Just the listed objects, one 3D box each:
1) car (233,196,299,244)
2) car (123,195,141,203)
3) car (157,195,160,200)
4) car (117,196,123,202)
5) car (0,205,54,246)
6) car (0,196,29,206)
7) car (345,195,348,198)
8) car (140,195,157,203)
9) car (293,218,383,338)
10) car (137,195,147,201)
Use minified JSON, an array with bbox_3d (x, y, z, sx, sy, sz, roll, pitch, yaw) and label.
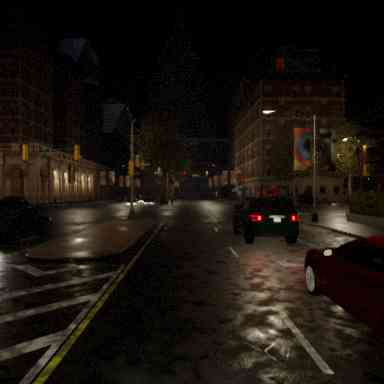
[{"bbox_3d":[3.356,1.217,15.942,2.150,2.045,5.566,0,0,-1],"label":"car"},{"bbox_3d":[-12.630,1.504,70.470,2.128,1.511,4.902,0,0,-1],"label":"car"},{"bbox_3d":[-9.381,1.474,86.053,1.837,1.490,4.892,0,0,-1],"label":"car"},{"bbox_3d":[-15.978,1.571,76.537,1.895,1.301,4.718,0,0,-1],"label":"car"},{"bbox_3d":[-8.284,1.543,15.443,2.033,1.411,5.357,0,0,0],"label":"car"},{"bbox_3d":[-25.321,1.337,46.390,4.553,1.767,2.097,0,0,1],"label":"car"},{"bbox_3d":[36.687,1.457,78.785,2.231,1.521,4.892,0,0,-1],"label":"car"},{"bbox_3d":[-9.131,1.531,70.542,1.994,1.385,4.181,0,0,-1],"label":"car"},{"bbox_3d":[3.521,1.476,5.663,1.882,1.535,5.008,0,0,-1],"label":"car"},{"bbox_3d":[-12.881,1.499,85.986,2.128,1.511,4.902,0,0,-1],"label":"car"}]
